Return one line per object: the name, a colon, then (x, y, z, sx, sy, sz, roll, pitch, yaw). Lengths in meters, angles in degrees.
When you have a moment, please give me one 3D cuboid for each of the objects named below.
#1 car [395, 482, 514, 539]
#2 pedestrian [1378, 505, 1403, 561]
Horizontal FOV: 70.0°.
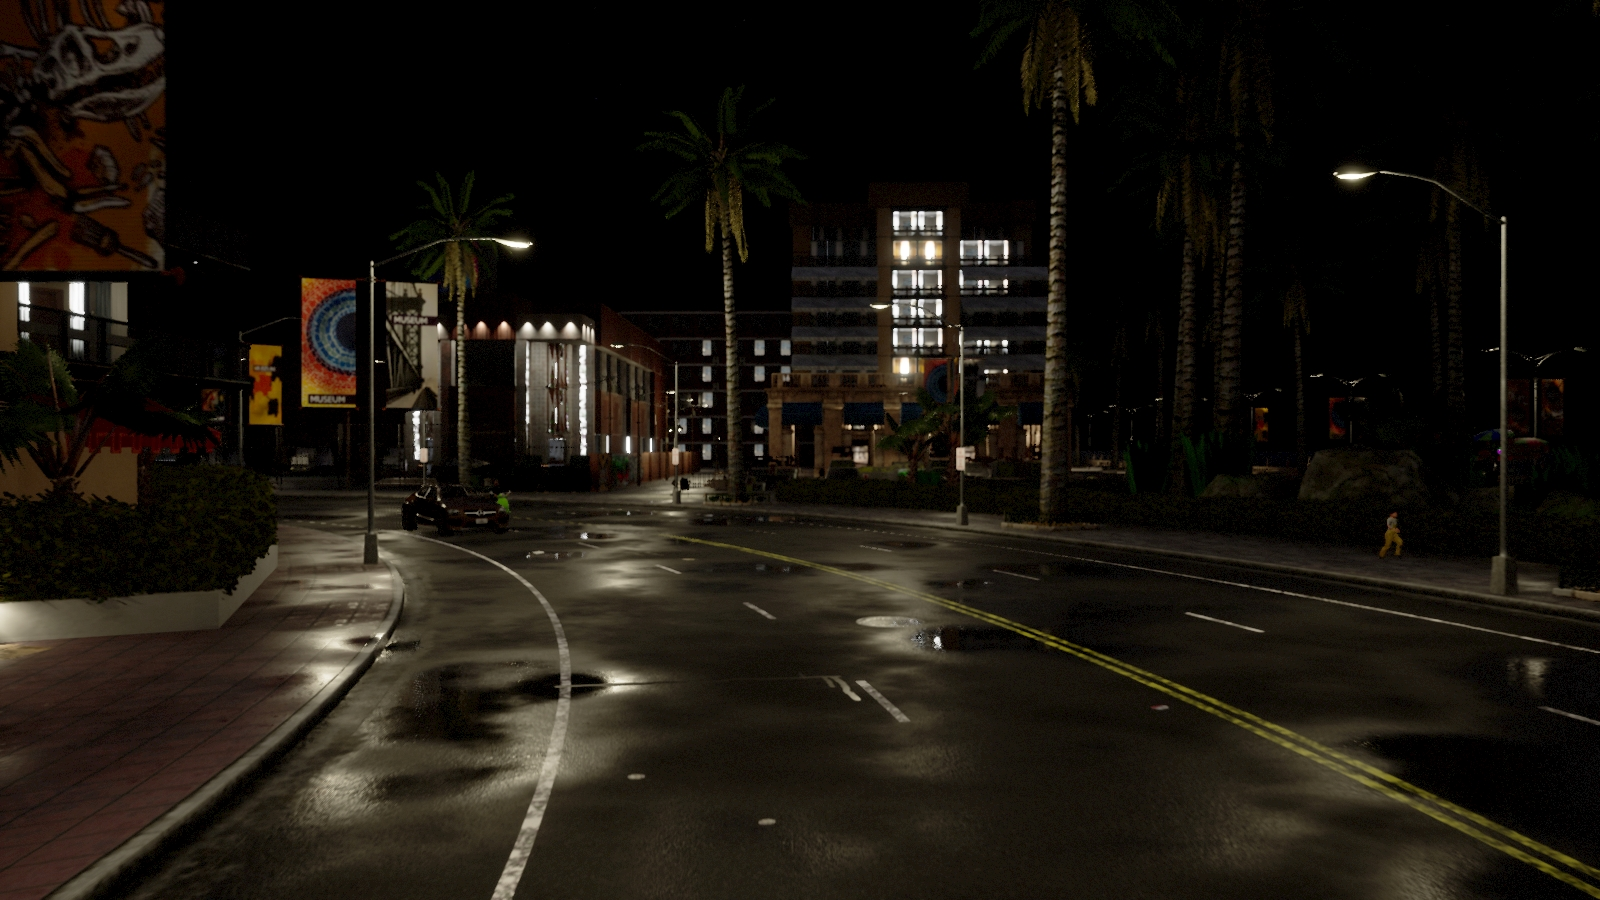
car: (-11.739, 1.981, 38.587, 2.152, 1.651, 5.027, 0, 0, -38)
pedestrian: (14.120, 1.968, 27.320, 0.375, 1.300, 0.375, 0, 0, -25)
